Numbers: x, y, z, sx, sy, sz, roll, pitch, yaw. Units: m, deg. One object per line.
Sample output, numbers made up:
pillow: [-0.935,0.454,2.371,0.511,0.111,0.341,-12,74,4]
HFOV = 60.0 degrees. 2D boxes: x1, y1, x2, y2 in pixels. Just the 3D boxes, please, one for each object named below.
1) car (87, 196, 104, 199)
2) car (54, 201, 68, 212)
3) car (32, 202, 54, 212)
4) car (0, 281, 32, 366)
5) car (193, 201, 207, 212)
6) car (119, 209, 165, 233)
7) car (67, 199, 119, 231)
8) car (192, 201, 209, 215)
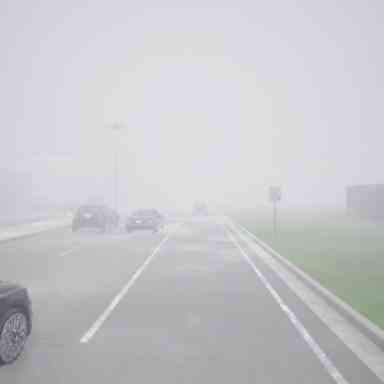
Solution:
car: [-13.909,1.660,47.384,2.150,2.045,5.566,0,-1,1]
car: [-17.408,2.086,47.493,1.837,1.490,4.892,0,-1,1]
car: [-20.908,2.132,47.546,1.895,1.301,4.718,0,-1,1]
car: [-3.289,1.525,2.999,2.128,1.511,4.902,0,-1,0]
car: [1.160,2.111,50.094,2.033,1.411,5.357,0,-1,1]
car: [-2.926,1.789,21.557,2.033,1.411,5.357,0,-1,1]
car: [-6.397,1.604,22.666,2.097,1.767,4.553,0,-1,1]
car: [1.010,1.995,39.675,2.033,1.411,5.357,0,-1,1]
